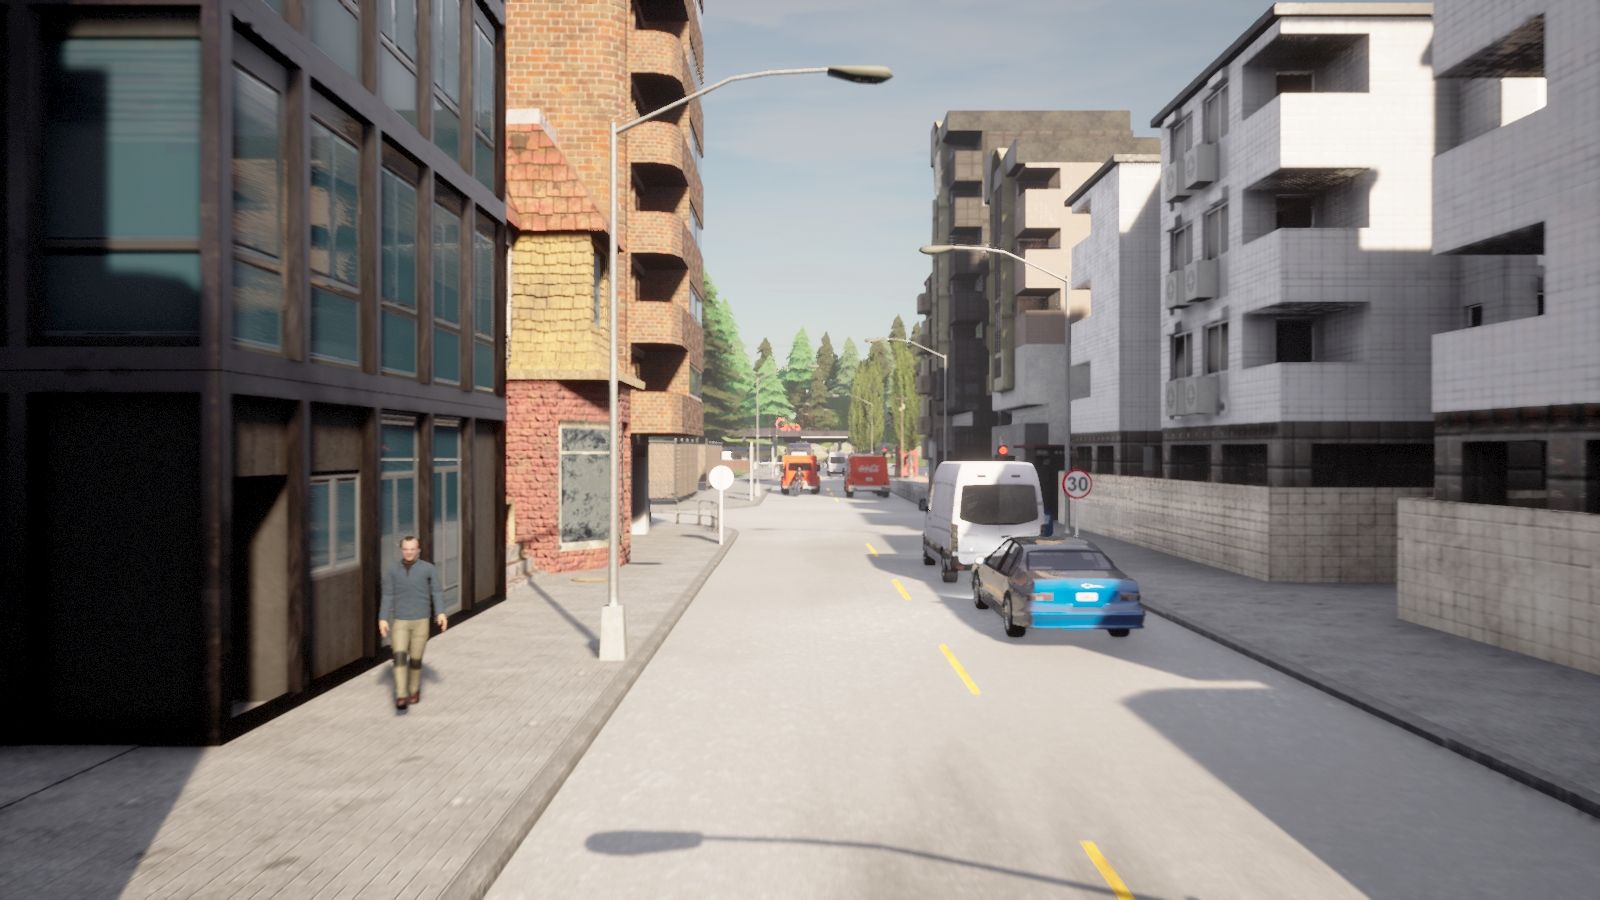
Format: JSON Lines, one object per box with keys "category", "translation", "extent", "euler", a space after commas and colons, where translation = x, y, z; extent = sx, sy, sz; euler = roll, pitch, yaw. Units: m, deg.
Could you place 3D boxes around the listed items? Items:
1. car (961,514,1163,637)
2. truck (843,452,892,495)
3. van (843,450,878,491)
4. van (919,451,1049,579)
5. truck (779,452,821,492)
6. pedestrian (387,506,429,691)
{"category": "car", "translation": [4.005, 1.883, 18.477], "extent": [2.033, 1.411, 5.357], "euler": [0, 0, 0]}
{"category": "truck", "translation": [3.970, 1.338, 68.245], "extent": [2.627, 2.467, 5.204], "euler": [0, 0, 0]}
{"category": "van", "translation": [3.951, 1.302, 75.564], "extent": [1.988, 2.561, 5.915], "euler": [0, 0, 0]}
{"category": "van", "translation": [3.992, 1.310, 25.880], "extent": [1.988, 2.561, 5.915], "euler": [0, 0, 0]}
{"category": "truck", "translation": [0.018, 1.336, 73.179], "extent": [2.627, 2.467, 5.204], "euler": [0, 0, 0]}
{"category": "pedestrian", "translation": [-4.054, 1.522, 11.833], "extent": [0.375, 1.860, 0.375], "euler": [0, 0, -12]}
